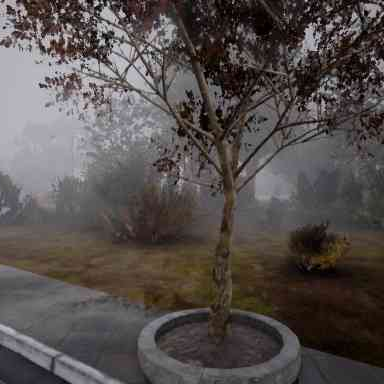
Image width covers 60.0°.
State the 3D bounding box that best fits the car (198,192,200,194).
[{"bbox_3d":[0.646,0.971,59.868,2.150,2.045,5.566,1,0,32],"label":"car"}]

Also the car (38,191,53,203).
[{"bbox_3d":[-20.474,0.888,46.504,2.150,2.045,5.566,1,0,32],"label":"car"}]
